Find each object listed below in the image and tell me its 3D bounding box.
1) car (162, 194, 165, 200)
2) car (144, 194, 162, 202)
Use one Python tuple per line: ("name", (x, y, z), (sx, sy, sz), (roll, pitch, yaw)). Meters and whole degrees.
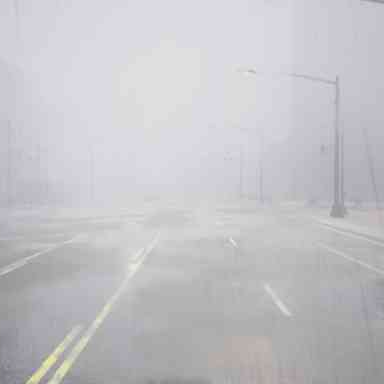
("car", (-6.996, 0.992, 73.291), (1.895, 1.301, 4.718), (0, 0, 0))
("car", (-7.033, 0.974, 58.065), (2.033, 1.411, 5.357), (0, 0, 1))
